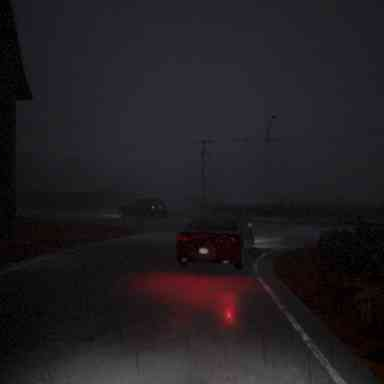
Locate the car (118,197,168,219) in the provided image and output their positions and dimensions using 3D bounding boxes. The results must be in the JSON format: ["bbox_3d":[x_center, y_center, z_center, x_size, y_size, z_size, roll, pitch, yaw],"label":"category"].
[{"bbox_3d":[-4.205,1.287,28.269,4.553,1.767,2.097,0,0,38],"label":"car"}]

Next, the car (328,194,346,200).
[{"bbox_3d":[31.724,1.285,72.785,3.866,1.878,1.905,0,0,3],"label":"car"}]

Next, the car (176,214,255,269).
[{"bbox_3d":[0.969,1.474,11.366,1.882,1.535,5.008,0,-1,15],"label":"car"}]

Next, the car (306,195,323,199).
[{"bbox_3d":[31.808,1.472,86.279,4.193,1.474,1.816,0,0,3],"label":"car"}]

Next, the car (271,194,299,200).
[{"bbox_3d":[17.992,1.285,63.248,4.605,1.855,1.932,0,0,3],"label":"car"}]

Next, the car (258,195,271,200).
[{"bbox_3d":[18.901,1.487,85.710,3.905,1.438,1.784,0,0,3],"label":"car"}]
